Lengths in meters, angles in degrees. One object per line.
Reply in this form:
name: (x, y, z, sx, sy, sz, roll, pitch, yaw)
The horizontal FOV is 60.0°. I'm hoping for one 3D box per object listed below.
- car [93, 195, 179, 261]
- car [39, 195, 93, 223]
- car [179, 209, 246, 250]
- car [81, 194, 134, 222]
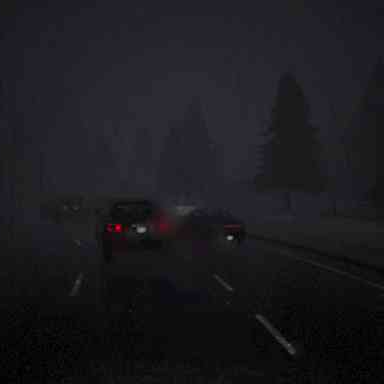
car: (-2.408, 1.235, 12.658, 2.150, 2.045, 5.566, 0, 0, -19)
car: (-10.155, 1.270, 26.104, 2.150, 2.045, 5.566, 0, 0, -40)
car: (0.567, 1.490, 14.586, 2.128, 1.511, 4.902, 0, 0, -20)
car: (-7.269, 1.257, 28.094, 2.150, 2.045, 5.566, 0, 0, -40)
